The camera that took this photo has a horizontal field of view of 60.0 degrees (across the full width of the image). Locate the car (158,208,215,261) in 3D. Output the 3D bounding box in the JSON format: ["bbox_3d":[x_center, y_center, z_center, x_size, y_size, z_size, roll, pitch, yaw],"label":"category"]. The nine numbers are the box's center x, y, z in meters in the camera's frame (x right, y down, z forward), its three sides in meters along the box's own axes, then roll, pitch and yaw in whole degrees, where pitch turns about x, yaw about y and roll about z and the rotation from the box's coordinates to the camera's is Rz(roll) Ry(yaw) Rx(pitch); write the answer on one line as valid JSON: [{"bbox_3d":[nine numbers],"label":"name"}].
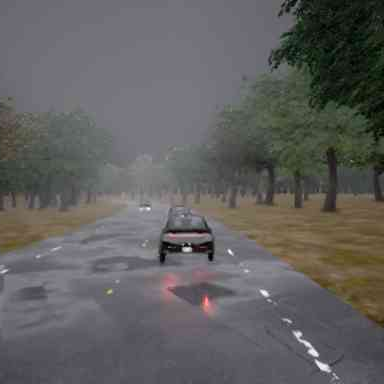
[{"bbox_3d":[-0.231,1.560,12.546,2.128,1.511,4.902,0,0,-2],"label":"car"}]

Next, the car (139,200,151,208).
[{"bbox_3d":[-8.149,2.067,57.864,1.994,1.385,4.181,0,-1,-8],"label":"car"}]

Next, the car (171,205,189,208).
[{"bbox_3d":[-0.942,1.707,25.555,2.033,1.411,5.357,0,0,-4],"label":"car"}]
